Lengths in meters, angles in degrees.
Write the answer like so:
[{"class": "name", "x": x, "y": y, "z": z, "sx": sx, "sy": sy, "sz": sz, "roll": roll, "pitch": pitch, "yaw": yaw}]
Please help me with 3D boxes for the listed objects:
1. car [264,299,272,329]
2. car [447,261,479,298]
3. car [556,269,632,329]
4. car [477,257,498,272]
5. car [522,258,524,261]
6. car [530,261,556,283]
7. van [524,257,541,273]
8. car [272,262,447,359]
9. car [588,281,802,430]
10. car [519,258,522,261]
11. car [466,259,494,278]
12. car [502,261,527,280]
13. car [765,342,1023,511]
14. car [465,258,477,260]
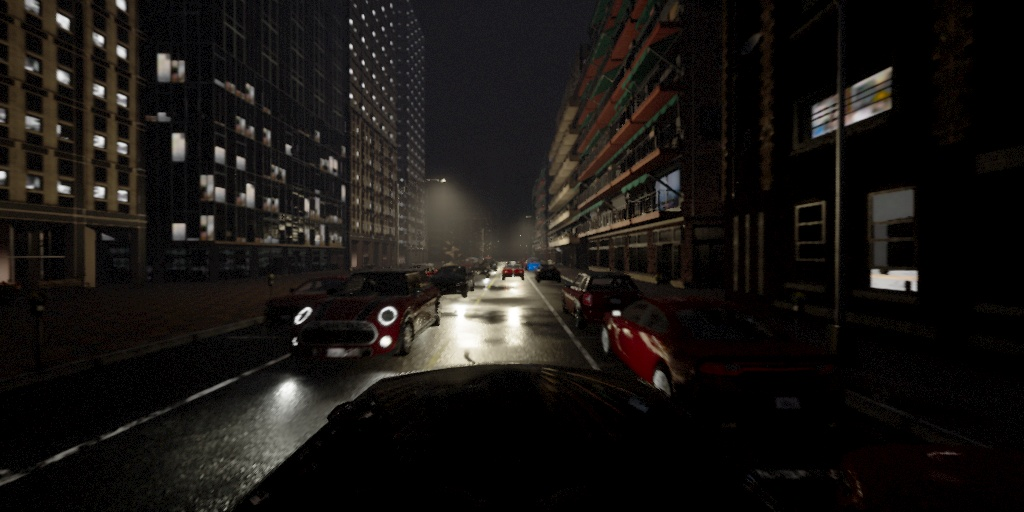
[{"class": "car", "x": -5.690, "y": 1.297, "z": 11.254, "sx": 1.888, "sy": 1.381, "sz": 4.507, "roll": 0, "pitch": 0, "yaw": 0}, {"class": "car", "x": -3.074, "y": 1.232, "z": 18.820, "sx": 1.882, "sy": 1.535, "sz": 5.008, "roll": 0, "pitch": 0, "yaw": 0}, {"class": "car", "x": 2.690, "y": 1.191, "z": 11.251, "sx": 1.967, "sy": 1.591, "sz": 4.097, "roll": 0, "pitch": 0, "yaw": 0}, {"class": "car", "x": -2.989, "y": 1.147, "z": 47.085, "sx": 2.097, "sy": 1.767, "sz": 4.553, "roll": 0, "pitch": 0, "yaw": 0}, {"class": "car", "x": 2.701, "y": 1.324, "z": 49.944, "sx": 1.888, "sy": 1.381, "sz": 4.507, "roll": 0, "pitch": 0, "yaw": 0}, {"class": "car", "x": 2.695, "y": 1.326, "z": 27.834, "sx": 1.948, "sy": 1.339, "sz": 4.313, "roll": 0, "pitch": 0, "yaw": 0}, {"class": "van", "x": 2.700, "y": 1.114, "z": 44.416, "sx": 1.690, "sy": 1.789, "sz": 3.998, "roll": 0, "pitch": 0, "yaw": 0}, {"class": "car", "x": -3.081, "y": 1.103, "z": 8.529, "sx": 2.097, "sy": 1.767, "sz": 4.553, "roll": 0, "pitch": 0, "yaw": 0}, {"class": "car", "x": 2.689, "y": 1.295, "z": 5.723, "sx": 1.888, "sy": 1.381, "sz": 4.507, "roll": 0, "pitch": 0, "yaw": 0}, {"class": "car", "x": 0.108, "y": 1.344, "z": 50.481, "sx": 1.994, "sy": 1.385, "sz": 4.181, "roll": 0, "pitch": 0, "yaw": 0}, {"class": "car", "x": -2.992, "y": 1.299, "z": 34.230, "sx": 1.837, "sy": 1.490, "sz": 4.892, "roll": 0, "pitch": 0, "yaw": 0}, {"class": "car", "x": 0.107, "y": 1.364, "z": 31.948, "sx": 1.895, "sy": 1.301, "sz": 4.718, "roll": 0, "pitch": 0, "yaw": 0}, {"class": "car", "x": 2.688, "y": 1.295, "z": 0.196, "sx": 1.888, "sy": 1.381, "sz": 4.507, "roll": 0, "pitch": 0, "yaw": 0}, {"class": "car", "x": -5.681, "y": 1.319, "z": 44.420, "sx": 1.888, "sy": 1.381, "sz": 4.507, "roll": 0, "pitch": 0, "yaw": 0}]
